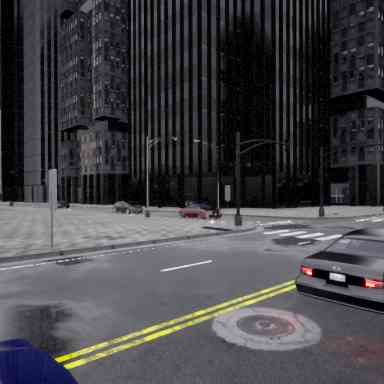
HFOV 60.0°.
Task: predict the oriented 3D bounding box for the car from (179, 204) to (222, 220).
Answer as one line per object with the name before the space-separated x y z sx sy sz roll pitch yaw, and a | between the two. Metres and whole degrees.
car | 0.680 1.751 29.963 1.994 1.385 4.181 0 0 -43

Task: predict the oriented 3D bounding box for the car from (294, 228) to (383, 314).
car | 4.424 1.547 7.532 5.357 1.411 2.033 0 0 -42

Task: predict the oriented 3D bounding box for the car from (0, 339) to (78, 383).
car | -2.655 1.601 1.168 4.718 1.301 1.895 0 0 -42

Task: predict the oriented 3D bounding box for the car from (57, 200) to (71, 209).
car | -22.141 2.098 55.543 2.033 1.411 5.357 0 0 -42

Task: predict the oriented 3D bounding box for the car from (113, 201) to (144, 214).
car | -7.569 1.813 39.172 1.837 1.490 4.892 0 1 -41
